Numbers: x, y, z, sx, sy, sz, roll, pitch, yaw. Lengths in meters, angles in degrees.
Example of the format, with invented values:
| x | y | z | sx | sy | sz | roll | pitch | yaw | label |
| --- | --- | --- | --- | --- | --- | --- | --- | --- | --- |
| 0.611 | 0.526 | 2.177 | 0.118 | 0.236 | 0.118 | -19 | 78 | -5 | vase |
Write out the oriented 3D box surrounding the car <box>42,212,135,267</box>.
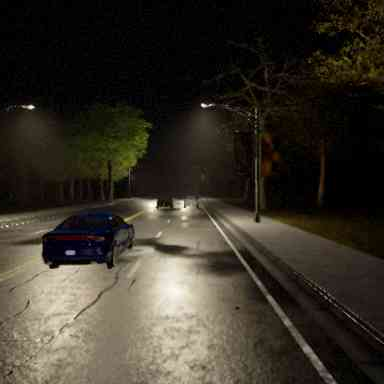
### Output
| x | y | z | sx | sy | sz | roll | pitch | yaw | label |
| --- | --- | --- | --- | --- | --- | --- | --- | --- | --- |
| -3.169 | 1.410 | 11.114 | 1.882 | 1.535 | 5.008 | 0 | 0 | 0 | car |

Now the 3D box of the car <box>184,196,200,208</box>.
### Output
| x | y | z | sx | sy | sz | roll | pitch | yaw | label |
| --- | --- | --- | --- | --- | --- | --- | --- | --- | --- |
| -0.108 | 1.277 | 42.787 | 1.812 | 1.442 | 4.674 | 0 | 0 | 0 | car |

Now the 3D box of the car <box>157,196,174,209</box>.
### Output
| x | y | z | sx | sy | sz | roll | pitch | yaw | label |
| --- | --- | --- | --- | --- | --- | --- | --- | --- | --- |
| -3.335 | 1.235 | 41.753 | 1.882 | 1.535 | 5.008 | 0 | 0 | -1 | car |
